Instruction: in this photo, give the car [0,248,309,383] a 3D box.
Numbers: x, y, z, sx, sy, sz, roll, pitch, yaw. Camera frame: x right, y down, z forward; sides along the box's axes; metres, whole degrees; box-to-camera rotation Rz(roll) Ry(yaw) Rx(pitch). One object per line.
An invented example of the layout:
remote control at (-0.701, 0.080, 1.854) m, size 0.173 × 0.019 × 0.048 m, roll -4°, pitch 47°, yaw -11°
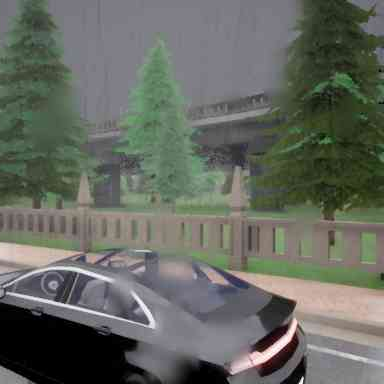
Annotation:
car at (-1.117, 1.491, 4.203) m, size 4.902 × 1.511 × 2.128 m, roll 0°, pitch 0°, yaw 33°
